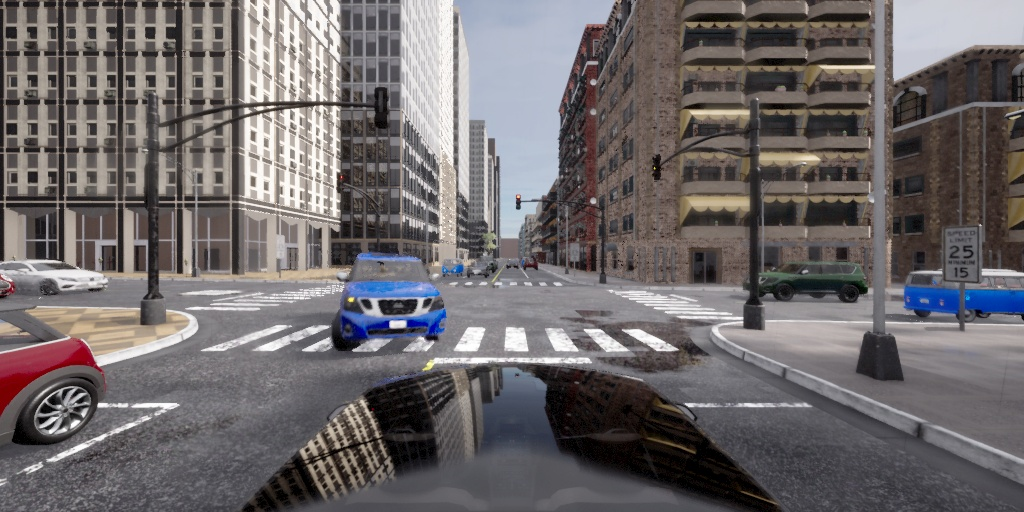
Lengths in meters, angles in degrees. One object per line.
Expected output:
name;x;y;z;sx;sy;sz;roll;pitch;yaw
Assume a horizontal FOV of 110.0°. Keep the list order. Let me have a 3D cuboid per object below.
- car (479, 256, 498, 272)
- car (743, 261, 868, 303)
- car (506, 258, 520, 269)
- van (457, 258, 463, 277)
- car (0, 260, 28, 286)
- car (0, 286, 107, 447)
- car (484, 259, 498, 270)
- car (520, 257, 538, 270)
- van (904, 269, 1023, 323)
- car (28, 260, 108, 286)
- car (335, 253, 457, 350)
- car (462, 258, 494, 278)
car;-3.131;0.982;43.850;2.150;2.045;5.566;0;0;0
car;15.446;1.297;19.004;5.566;2.045;2.150;1;0;0
car;0.057;1.369;58.425;1.895;1.301;4.718;0;0;0
van;-5.715;1.097;34.823;1.690;1.789;3.998;0;0;0
car;-21.156;0.818;13.104;4.097;1.591;1.967;0;0;0
car;-5.691;1.190;2.349;1.967;1.591;4.097;0;0;0
car;-3.126;1.244;54.166;1.882;1.535;5.008;0;0;0
car;2.652;1.079;51.483;2.192;1.841;5.009;0;0;0
van;16.904;1.453;13.083;3.998;1.789;1.690;0;0;0
car;-20.687;0.909;15.691;4.674;1.442;1.812;1;0;0
car;-3.332;0.957;9.644;2.150;2.045;5.566;2;0;-23
car;-3.126;1.247;33.957;2.128;1.511;4.902;0;0;0
